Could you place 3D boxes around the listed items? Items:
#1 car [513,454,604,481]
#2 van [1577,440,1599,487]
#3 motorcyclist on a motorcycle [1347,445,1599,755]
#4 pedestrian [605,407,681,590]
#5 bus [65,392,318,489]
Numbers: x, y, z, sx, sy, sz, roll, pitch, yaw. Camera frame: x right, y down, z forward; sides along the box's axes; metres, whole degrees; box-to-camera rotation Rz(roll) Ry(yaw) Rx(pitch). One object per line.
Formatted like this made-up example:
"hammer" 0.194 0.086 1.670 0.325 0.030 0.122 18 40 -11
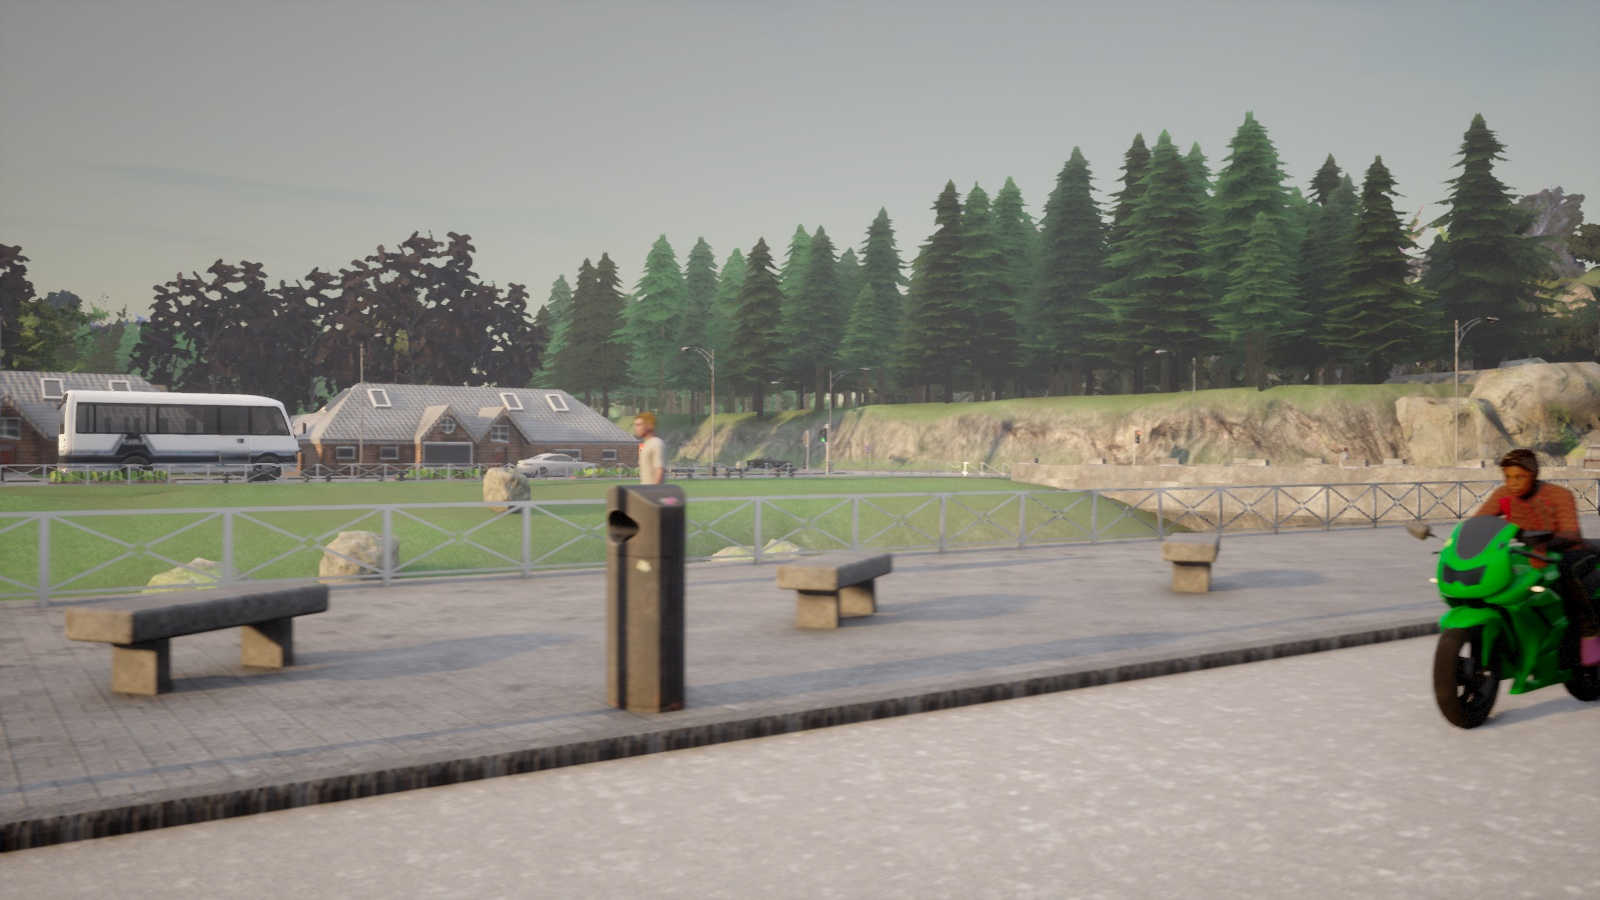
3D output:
"car" -13.452 0.971 70.025 4.674 1.442 1.812 0 0 -35
"van" 35.191 0.551 52.340 1.775 1.987 4.442 0 0 -35
"motorcyclist on a motorcycle" 4.045 0.736 7.084 2.044 1.523 0.797 0 0 -35
"pedestrian" -1.611 0.490 12.897 0.706 1.836 0.354 0 0 -23
"bus" -28.667 -0.425 59.445 10.273 4.253 3.944 0 0 -35
